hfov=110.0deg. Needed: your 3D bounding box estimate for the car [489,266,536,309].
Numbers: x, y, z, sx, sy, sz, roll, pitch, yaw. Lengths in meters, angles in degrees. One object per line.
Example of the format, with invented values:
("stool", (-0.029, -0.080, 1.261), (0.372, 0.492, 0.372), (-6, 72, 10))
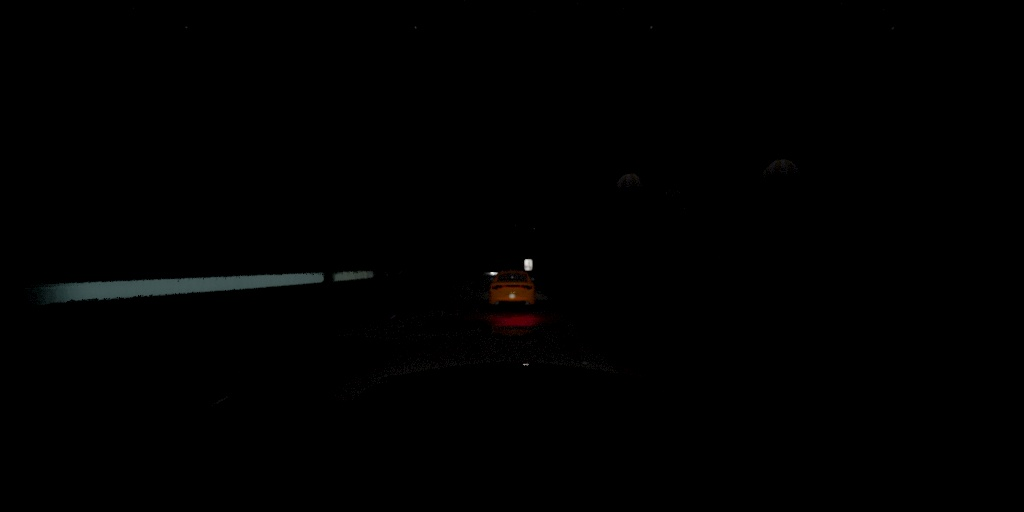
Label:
("car", (0.033, 1.400, 16.108), (1.882, 1.535, 5.008), (0, -1, 1))
